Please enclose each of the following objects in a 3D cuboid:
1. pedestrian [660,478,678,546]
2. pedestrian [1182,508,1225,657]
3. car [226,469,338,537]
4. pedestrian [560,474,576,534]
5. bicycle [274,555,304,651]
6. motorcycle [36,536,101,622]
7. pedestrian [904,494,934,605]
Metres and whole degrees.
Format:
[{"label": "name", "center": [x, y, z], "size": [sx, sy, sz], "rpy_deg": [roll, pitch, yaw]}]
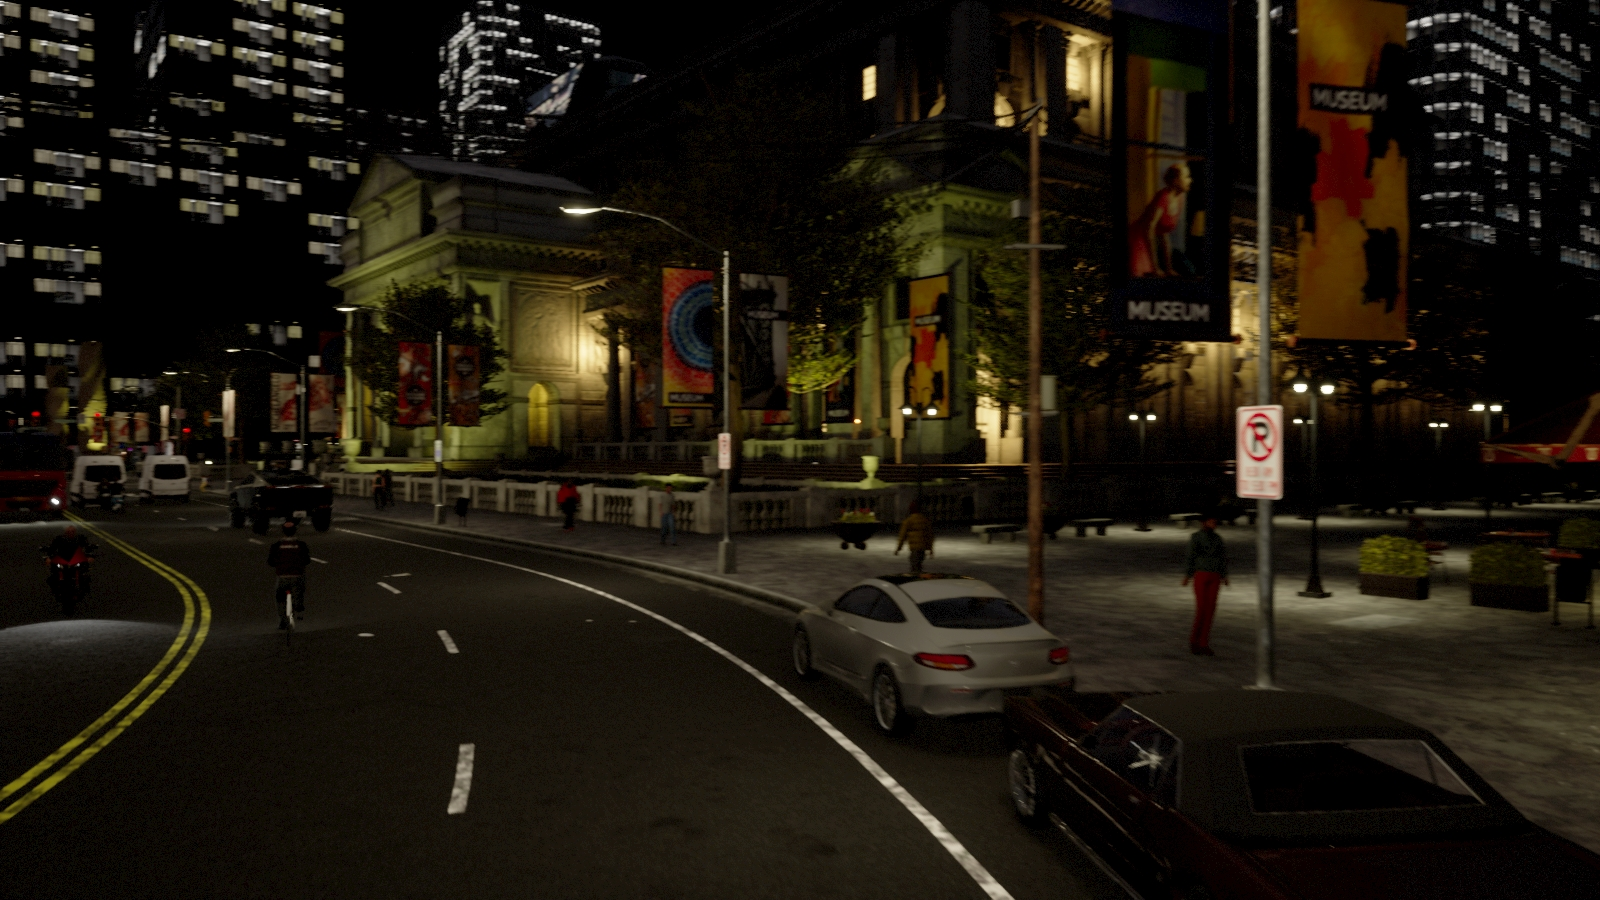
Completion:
[{"label": "pedestrian", "center": [-3.596, 1.700, 31.440], "size": [0.375, 1.860, 0.375], "rpy_deg": [0, 0, -29]}, {"label": "pedestrian", "center": [5.183, 1.688, 14.689], "size": [0.375, 1.860, 0.375], "rpy_deg": [0, 0, -14]}, {"label": "car", "center": [-18.422, 1.776, 40.405], "size": [2.390, 2.098, 6.274], "rpy_deg": [0, 0, -36]}, {"label": "pedestrian", "center": [-7.289, 1.705, 35.940], "size": [0.375, 1.860, 0.375], "rpy_deg": [0, 0, -35]}, {"label": "bicycle", "center": [-7.527, 2.219, 16.856], "size": [0.329, 1.171, 1.835], "rpy_deg": [0, 0, -22]}, {"label": "motorcycle", "center": [-12.815, 2.220, 20.077], "size": [0.867, 1.251, 2.209], "rpy_deg": [0, 0, -30]}, {"label": "pedestrian", "center": [2.040, 1.693, 19.566], "size": [0.375, 1.860, 0.375], "rpy_deg": [0, 0, -26]}]
